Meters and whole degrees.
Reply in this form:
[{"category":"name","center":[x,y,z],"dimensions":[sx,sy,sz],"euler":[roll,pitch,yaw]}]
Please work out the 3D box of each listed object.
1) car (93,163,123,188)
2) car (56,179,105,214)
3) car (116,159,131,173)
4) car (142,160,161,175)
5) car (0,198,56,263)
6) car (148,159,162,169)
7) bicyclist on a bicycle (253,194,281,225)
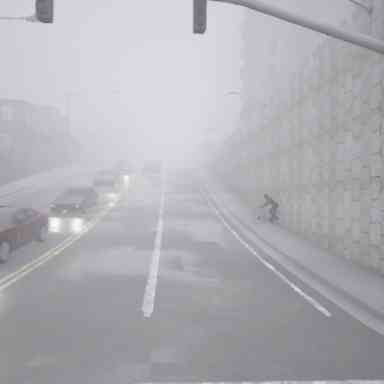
[{"category":"car","center":[-7.959,-1.393,31.013],"dimensions":[1.882,1.535,5.008],"euler":[1,11,-4]},{"category":"car","center":[-7.281,0.351,21.186],"dimensions":[2.033,1.411,5.357],"euler":[1,8,-4]},{"category":"car","center":[-8.631,-3.265,41.212],"dimensions":[1.837,1.490,4.892],"euler":[2,10,-4]},{"category":"car","center":[-4.945,-3.205,40.797],"dimensions":[2.097,1.767,4.553],"euler":[1,10,-4]},{"category":"car","center":[-6.573,1.232,11.396],"dimensions":[1.882,1.535,5.008],"euler":[1,3,-4]},{"category":"car","center":[-5.813,-4.446,52.723],"dimensions":[1.895,1.301,4.718],"euler":[1,3,-4]},{"category":"bicyclist on a bicycle","center":[4.022,0.923,17.504],"dimensions":[1.656,1.620,0.582],"euler":[1,5,-4]}]
